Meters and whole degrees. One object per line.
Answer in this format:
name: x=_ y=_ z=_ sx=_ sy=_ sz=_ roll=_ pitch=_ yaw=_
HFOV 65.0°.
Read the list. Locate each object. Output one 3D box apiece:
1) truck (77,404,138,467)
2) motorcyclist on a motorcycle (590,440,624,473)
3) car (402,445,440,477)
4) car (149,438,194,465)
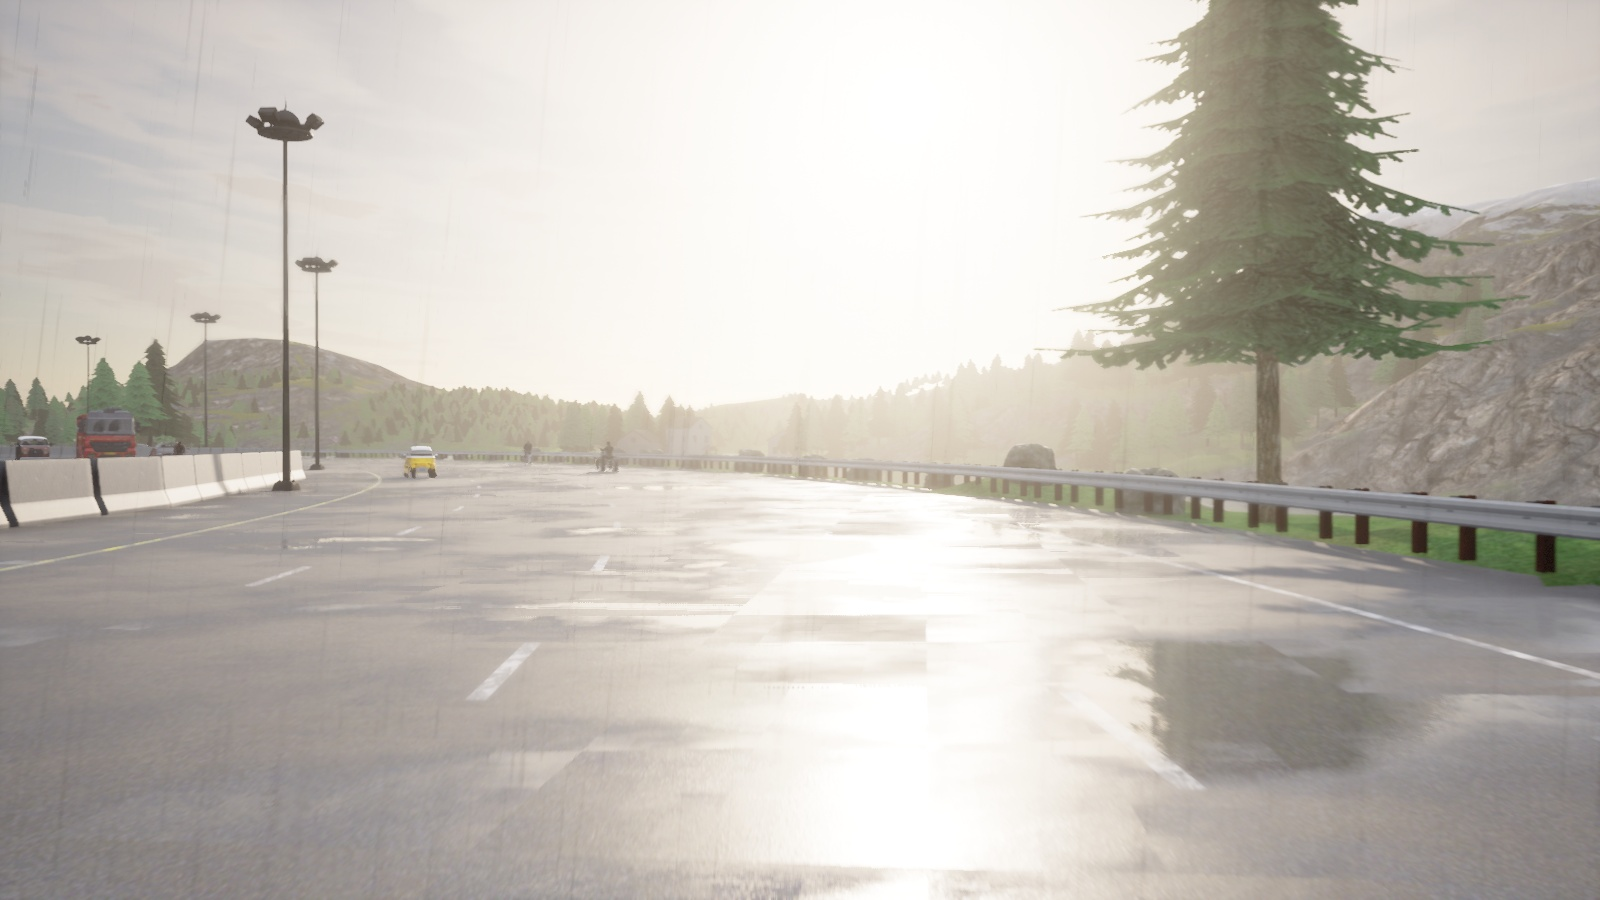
truck: x=-44.655 y=-0.894 z=80.834 sx=2.891 sy=3.827 sz=8.468 roll=0 pitch=0 yaw=-33
motorcyclist on a motorcycle: x=-10.040 y=0.325 z=65.250 sx=0.766 sy=1.649 sz=2.350 roll=-2 pitch=1 yaw=-33
car: x=-16.710 y=0.482 z=55.359 sx=1.481 sy=1.376 sz=2.207 roll=0 pitch=1 yaw=-20
car: x=-40.076 y=0.055 z=80.049 sx=2.152 sy=1.651 sz=5.027 roll=0 pitch=0 yaw=-32
